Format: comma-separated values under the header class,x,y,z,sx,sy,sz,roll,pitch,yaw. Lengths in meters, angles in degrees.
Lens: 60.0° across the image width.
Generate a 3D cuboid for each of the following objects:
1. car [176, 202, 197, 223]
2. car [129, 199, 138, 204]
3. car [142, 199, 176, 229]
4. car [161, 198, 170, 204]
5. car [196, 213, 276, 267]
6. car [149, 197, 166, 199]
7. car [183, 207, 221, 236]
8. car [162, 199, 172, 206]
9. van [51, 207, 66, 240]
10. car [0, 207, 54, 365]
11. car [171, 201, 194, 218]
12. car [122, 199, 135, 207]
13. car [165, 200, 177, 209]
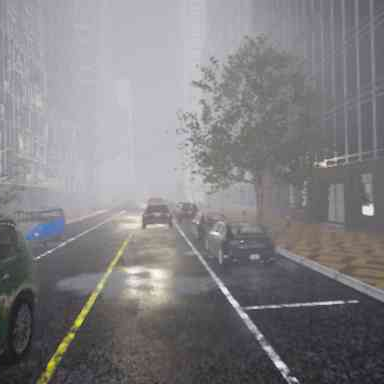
class,x,y,z,sx,sy,sz,roll,pitch,yaw
car,-0.395,1.690,28.532,1.967,1.590,4.097,-1,0,-6
car,-15.761,2.575,89.811,1.947,1.339,4.313,-1,0,-6
car,-2.559,1.615,24.482,2.097,1.767,4.553,-1,-1,-6
car,-6.794,2.357,85.091,1.947,1.339,4.313,-1,0,-6
car,1.527,1.623,11.563,2.008,1.369,4.403,-1,0,-6
car,-4.484,1.660,41.434,2.150,2.045,5.566,-1,0,-6
car,0.887,1.684,17.219,2.008,1.369,4.403,-1,0,-6
car,-5.514,2.255,73.779,1.947,1.339,4.313,-1,0,-6
van,-7.443,1.643,16.281,1.690,1.788,3.998,-1,0,-6
car,-3.238,1.320,2.997,2.150,2.045,5.566,-1,-1,-7
car,-1.035,1.748,34.188,1.967,1.590,4.097,-1,0,-6
car,-13.200,2.351,67.186,1.887,1.381,4.507,-1,0,-6
car,-3.593,2.077,56.812,1.887,1.381,4.507,-1,0,-6
